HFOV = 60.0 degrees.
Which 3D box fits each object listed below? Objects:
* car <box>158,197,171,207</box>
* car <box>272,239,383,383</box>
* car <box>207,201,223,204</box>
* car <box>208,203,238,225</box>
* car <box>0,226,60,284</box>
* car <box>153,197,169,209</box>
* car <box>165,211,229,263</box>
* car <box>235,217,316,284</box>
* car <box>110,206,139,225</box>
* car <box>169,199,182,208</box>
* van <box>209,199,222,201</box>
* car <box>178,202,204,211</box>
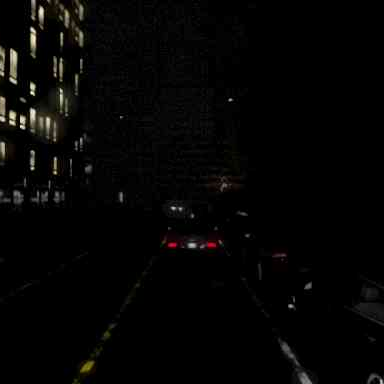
[{"bbox_3d":[-5.327,1.980,65.249,2.192,1.841,5.009,0,-1,0],"label":"car"},{"bbox_3d":[2.569,1.612,4.247,1.947,1.339,4.313,0,-1,0],"label":"car"},{"bbox_3d":[2.594,1.878,31.972,1.887,1.381,4.507,0,-1,0],"label":"car"},{"bbox_3d":[2.589,1.827,26.427,2.008,1.369,4.403,0,-1,0],"label":"car"},{"bbox_3d":[-5.306,1.686,9.803,1.802,1.307,4.206,0,-1,0],"label":"car"},{"bbox_3d":[-5.267,1.997,54.162,1.967,1.590,4.097,0,-1,0],"label":"car"},{"bbox_3d":[0.020,1.680,12.506,2.033,1.411,5.357,0,-1,0],"label":"car"},{"bbox_3d":[2.574,1.649,9.792,1.887,1.381,4.507,0,-1,0],"label":"car"},{"bbox_3d":[-5.292,1.821,26.437,1.887,1.381,4.507,0,-1,0],"label":"car"},{"bbox_3d":[-2.722,2.184,62.343,2.033,1.411,5.357,0,-1,1],"label":"car"},{"bbox_3d":[2.599,1.731,37.520,1.690,1.788,3.998,0,-1,0],"label":"van"},{"bbox_3d":[0.051,1.861,28.376,1.994,1.385,4.181,0,0,0],"label":"car"}]
